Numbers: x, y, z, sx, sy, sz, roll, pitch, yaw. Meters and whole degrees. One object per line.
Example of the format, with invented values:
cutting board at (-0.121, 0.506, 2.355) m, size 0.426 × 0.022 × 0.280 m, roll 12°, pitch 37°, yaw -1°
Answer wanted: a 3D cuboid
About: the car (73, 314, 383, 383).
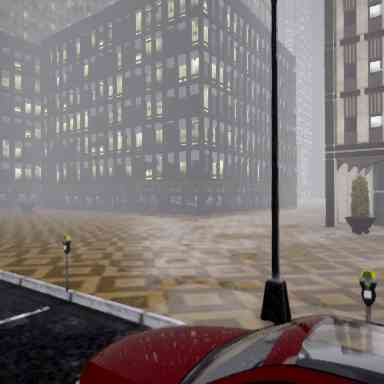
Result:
car at (0.898, 1.579, 2.218) m, size 4.206 × 1.307 × 1.802 m, roll 0°, pitch 0°, yaw 36°
